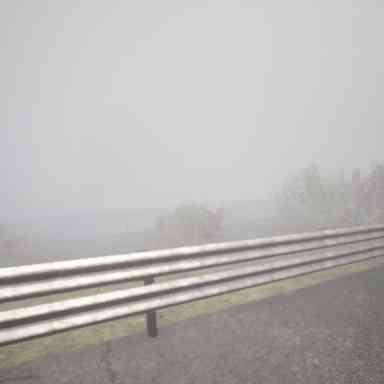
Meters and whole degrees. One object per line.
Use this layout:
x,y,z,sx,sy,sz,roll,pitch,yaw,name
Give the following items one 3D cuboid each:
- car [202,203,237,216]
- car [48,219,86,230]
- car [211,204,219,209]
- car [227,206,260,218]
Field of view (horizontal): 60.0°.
4.242,2.689,51.410,4.902,1.511,2.128,-4,2,-19,car
-16.454,4.249,44.015,4.718,1.301,1.895,-4,2,-20,car
5.473,2.753,48.133,4.892,1.490,1.837,-4,2,-19,car
6.736,2.838,44.870,5.357,1.411,2.033,-4,2,-19,car
